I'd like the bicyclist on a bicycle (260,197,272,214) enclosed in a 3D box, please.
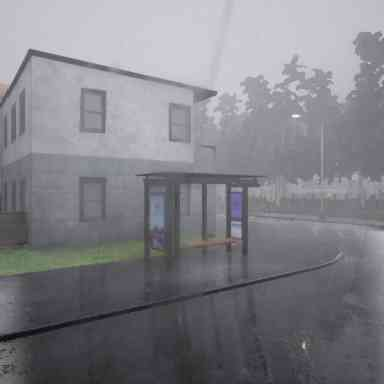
[{"bbox_3d":[7.200,1.349,32.448,1.656,1.620,0.582,0,0,-35],"label":"bicyclist on a bicycle"}]
